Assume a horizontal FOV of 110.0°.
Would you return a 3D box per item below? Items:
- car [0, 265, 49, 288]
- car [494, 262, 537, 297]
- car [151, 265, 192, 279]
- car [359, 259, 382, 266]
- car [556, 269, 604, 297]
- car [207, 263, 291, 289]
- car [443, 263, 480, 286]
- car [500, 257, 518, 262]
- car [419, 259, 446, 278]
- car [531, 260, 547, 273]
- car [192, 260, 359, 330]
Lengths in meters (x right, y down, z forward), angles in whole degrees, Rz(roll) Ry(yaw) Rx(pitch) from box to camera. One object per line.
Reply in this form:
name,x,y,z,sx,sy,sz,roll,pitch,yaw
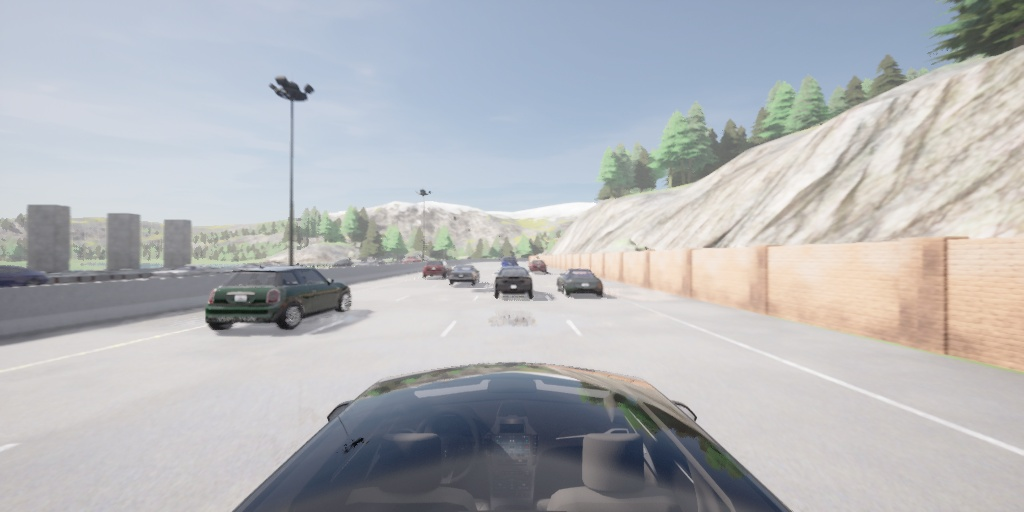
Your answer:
car,-28.094,1.234,19.087,1.812,1.442,4.674,0,0,0
car,0.077,1.277,19.107,1.882,1.535,5.008,0,0,0
car,-24.672,1.345,27.577,1.895,1.301,4.718,0,0,-1
car,-21.694,1.435,53.796,1.895,1.301,4.718,0,0,-1
car,3.588,1.376,19.558,1.994,1.385,4.181,0,0,0
car,-17.631,1.249,24.425,2.128,1.511,4.902,0,0,-1
car,-3.422,1.356,26.275,2.033,1.411,5.357,0,0,-1
car,-0.362,1.097,46.358,2.150,2.045,5.566,0,0,-2
car,-7.114,1.171,34.450,2.097,1.767,4.553,0,0,-1
car,3.150,1.234,45.000,2.097,1.767,4.553,0,0,-1
car,-6.906,1.106,11.256,2.097,1.767,4.553,0,0,0
